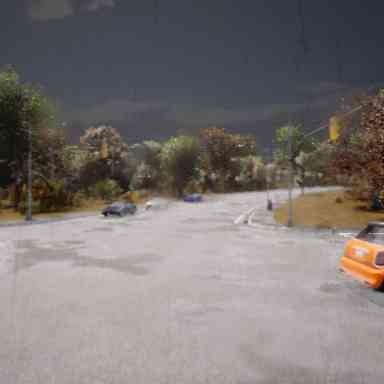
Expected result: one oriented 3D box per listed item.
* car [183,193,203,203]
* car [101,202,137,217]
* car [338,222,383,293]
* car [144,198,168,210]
[{"bbox_3d":[0.205,0.960,57.275,1.882,1.535,5.008,0,3,24],"label":"car"},{"bbox_3d":[-7.371,1.716,34.465,2.033,1.411,5.357,0,0,13],"label":"car"},{"bbox_3d":[5.971,1.466,7.678,4.553,1.767,2.097,0,0,0],"label":"car"},{"bbox_3d":[-4.648,1.531,44.375,1.812,1.442,4.674,0,2,18],"label":"car"}]
